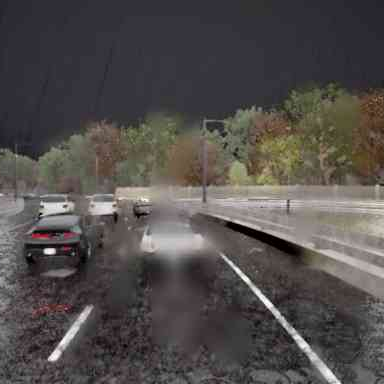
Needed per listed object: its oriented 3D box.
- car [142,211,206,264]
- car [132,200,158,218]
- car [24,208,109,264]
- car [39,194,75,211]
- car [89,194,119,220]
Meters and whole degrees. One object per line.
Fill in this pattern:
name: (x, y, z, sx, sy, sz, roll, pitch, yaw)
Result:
car: (-0.767, 1.572, 11.770, 1.895, 1.301, 4.718, 0, 0, -7)
car: (-4.121, 1.428, 29.113, 2.128, 1.511, 4.902, 0, 0, -15)
car: (-4.305, 1.483, 11.810, 1.837, 1.490, 4.892, 0, -1, -7)
car: (-10.639, 1.188, 26.495, 2.150, 2.045, 5.566, 0, 0, -14)
car: (-7.253, 1.174, 27.366, 2.150, 2.045, 5.566, 0, 0, -14)
